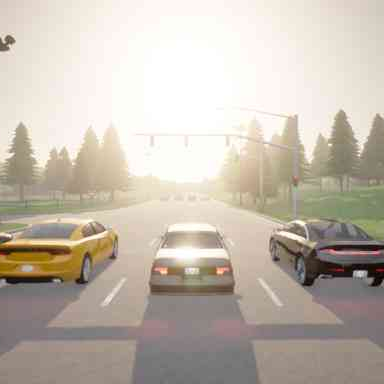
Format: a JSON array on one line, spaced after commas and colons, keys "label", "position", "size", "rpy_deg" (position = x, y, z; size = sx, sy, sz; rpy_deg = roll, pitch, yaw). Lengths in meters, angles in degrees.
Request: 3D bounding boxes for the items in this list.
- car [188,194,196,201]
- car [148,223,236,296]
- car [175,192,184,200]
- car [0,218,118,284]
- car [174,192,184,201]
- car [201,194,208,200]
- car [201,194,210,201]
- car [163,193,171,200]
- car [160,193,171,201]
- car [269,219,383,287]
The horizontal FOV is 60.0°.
[{"label": "car", "position": [-0.009, 1.344, 83.867], "size": [2.097, 1.767, 4.553], "rpy_deg": [0, 0, 0]}, {"label": "car", "position": [0.004, 1.547, 8.828], "size": [2.033, 1.411, 5.357], "rpy_deg": [0, 0, 0]}, {"label": "car", "position": [-3.510, 1.055, 93.964], "size": [2.150, 2.045, 5.566], "rpy_deg": [0, 0, 0]}, {"label": "car", "position": [-3.488, 1.477, 9.582], "size": [1.882, 1.535, 5.008], "rpy_deg": [0, 0, 1]}, {"label": "car", "position": [-3.509, 1.467, 83.514], "size": [1.882, 1.535, 5.008], "rpy_deg": [0, 0, 0]}, {"label": "car", "position": [3.490, 1.354, 93.934], "size": [1.812, 1.442, 4.674], "rpy_deg": [0, 0, 0]}, {"label": "car", "position": [3.491, 1.515, 83.931], "size": [1.812, 1.442, 4.674], "rpy_deg": [0, 0, 0]}, {"label": "car", "position": [-7.010, 1.185, 93.903], "size": [2.097, 1.767, 4.553], "rpy_deg": [0, 0, 0]}, {"label": "car", "position": [-7.009, 1.490, 83.513], "size": [1.837, 1.490, 4.892], "rpy_deg": [0, 0, 0]}, {"label": "car", "position": [3.511, 1.491, 9.349], "size": [2.128, 1.511, 4.902], "rpy_deg": [0, 0, 0]}]
